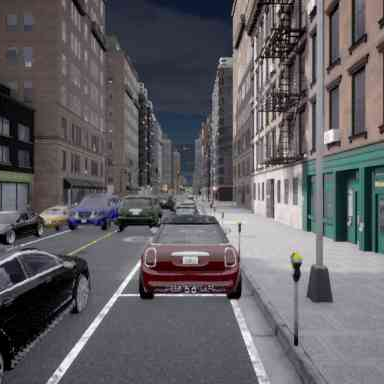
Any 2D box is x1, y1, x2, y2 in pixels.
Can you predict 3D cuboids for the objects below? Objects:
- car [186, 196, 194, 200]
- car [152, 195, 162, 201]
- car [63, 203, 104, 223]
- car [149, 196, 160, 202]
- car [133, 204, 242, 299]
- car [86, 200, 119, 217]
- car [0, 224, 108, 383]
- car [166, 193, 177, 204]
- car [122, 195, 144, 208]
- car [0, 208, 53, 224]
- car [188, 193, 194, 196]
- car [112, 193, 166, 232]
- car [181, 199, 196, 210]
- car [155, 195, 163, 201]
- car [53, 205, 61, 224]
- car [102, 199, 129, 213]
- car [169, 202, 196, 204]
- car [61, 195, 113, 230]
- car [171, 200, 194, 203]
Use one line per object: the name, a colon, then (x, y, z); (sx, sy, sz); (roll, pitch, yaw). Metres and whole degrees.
car: (-0.383, 1.519, 37.181); (1.752, 1.417, 4.829); (0, 0, 0)
car: (-8.408, 1.510, 79.763); (1.887, 1.381, 4.507); (0, 0, 0)
car: (-8.408, 1.581, 26.194); (1.802, 1.307, 4.206); (0, 0, 0)
car: (-8.408, 1.521, 74.308); (2.008, 1.369, 4.403); (0, 0, 0)
car: (-0.033, 1.352, 8.620); (2.097, 1.767, 4.553); (0, 0, 0)
car: (-8.408, 1.548, 31.607); (2.008, 1.369, 4.403); (0, 0, 0)
car: (-2.923, 1.492, 4.676); (2.128, 1.511, 4.902); (0, 0, 0)
car: (-2.920, 1.215, 36.563); (2.150, 2.045, 5.566); (0, 0, 0)
car: (-8.408, 1.302, 47.845); (2.192, 1.841, 5.009); (0, 0, 0)
car: (-8.408, 1.566, 15.368); (1.947, 1.339, 4.313); (0, 0, 0)
car: (-0.382, 1.395, 90.663); (1.967, 1.590, 4.097); (0, 0, 0)
car: (-3.016, 1.220, 20.182); (2.150, 2.045, 5.566); (0, 0, -1)
car: (-0.383, 1.572, 42.423); (1.802, 1.307, 4.206); (0, 0, 0)
car: (-8.408, 1.486, 85.047); (1.752, 1.417, 4.829); (0, 0, 0)
car: (-8.408, 1.525, 20.611); (1.752, 1.417, 4.829); (0, 0, 0)
car: (-8.408, 1.545, 37.020); (2.008, 1.369, 4.403); (0, 0, 0)
car: (-0.383, 1.566, 20.772); (1.947, 1.339, 4.313); (0, 0, 0)
car: (-5.870, 1.221, 20.815); (2.150, 2.045, 5.566); (0, 0, 0)
car: (-0.383, 1.565, 26.185); (1.947, 1.339, 4.313); (0, 0, 0)
